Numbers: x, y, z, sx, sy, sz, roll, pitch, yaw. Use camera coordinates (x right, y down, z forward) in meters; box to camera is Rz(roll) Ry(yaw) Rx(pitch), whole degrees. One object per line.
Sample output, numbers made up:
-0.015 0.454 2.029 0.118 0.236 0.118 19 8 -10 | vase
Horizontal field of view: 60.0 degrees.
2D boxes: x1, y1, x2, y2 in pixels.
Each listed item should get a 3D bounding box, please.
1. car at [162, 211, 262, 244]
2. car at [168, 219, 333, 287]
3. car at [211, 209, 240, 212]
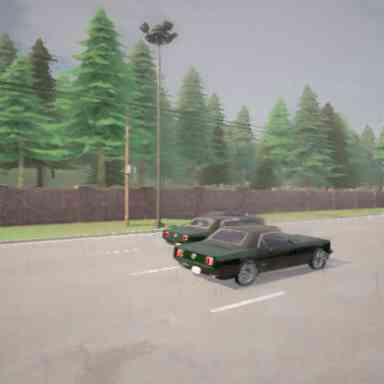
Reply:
1.277 1.628 13.257 4.718 1.301 1.895 0 0 -36 | car
1.908 1.623 9.407 4.718 1.301 1.895 0 0 -36 | car
2.101 1.602 18.142 4.181 1.385 1.994 0 0 -36 | car
